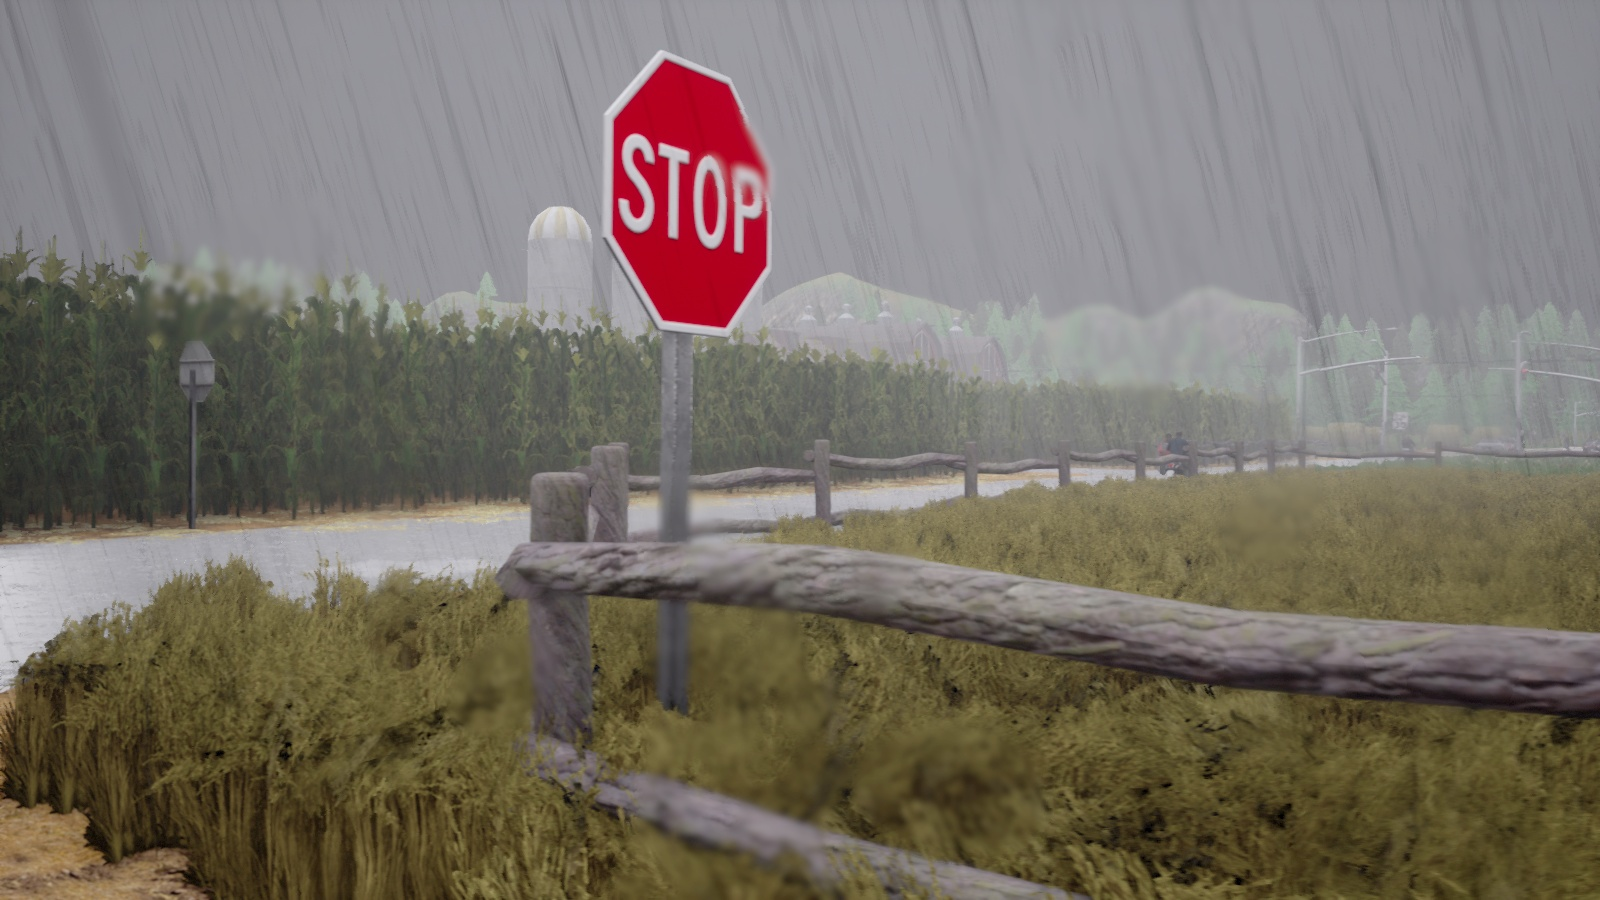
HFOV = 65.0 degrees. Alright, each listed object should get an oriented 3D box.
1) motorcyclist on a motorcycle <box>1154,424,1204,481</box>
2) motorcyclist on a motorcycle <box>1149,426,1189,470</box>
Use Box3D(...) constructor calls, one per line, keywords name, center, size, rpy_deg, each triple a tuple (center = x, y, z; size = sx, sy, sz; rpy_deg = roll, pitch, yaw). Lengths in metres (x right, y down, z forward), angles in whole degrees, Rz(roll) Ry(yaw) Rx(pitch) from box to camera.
Box3D(name="motorcyclist on a motorcycle", center=(10.851, 0.049, 35.907), size=(0.866, 1.590, 1.817), rpy_deg=(0, 1, 33))
Box3D(name="motorcyclist on a motorcycle", center=(13.303, -0.086, 45.242), size=(0.797, 1.523, 2.044), rpy_deg=(0, 1, 33))
